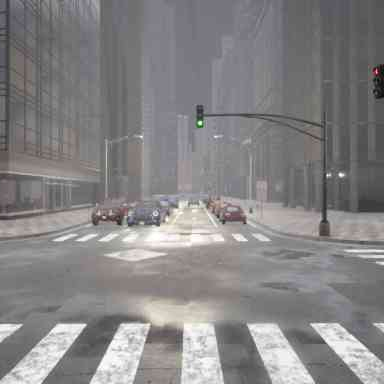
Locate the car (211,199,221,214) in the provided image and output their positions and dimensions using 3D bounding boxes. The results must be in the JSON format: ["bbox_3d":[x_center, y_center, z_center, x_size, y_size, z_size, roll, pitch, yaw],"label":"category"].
[{"bbox_3d":[2.912,1.592,29.526,1.802,1.307,4.206,0,0,0],"label":"car"}]

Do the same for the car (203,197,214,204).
[{"bbox_3d":[3.081,1.598,63.236,1.947,1.339,4.313,0,0,0],"label":"car"}]

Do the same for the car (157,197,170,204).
[{"bbox_3d":[-5.444,1.583,63.262,2.008,1.369,4.403,0,0,0],"label":"car"}]

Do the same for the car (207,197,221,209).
[{"bbox_3d":[2.940,1.558,35.144,1.887,1.381,4.507,0,0,0],"label":"car"}]

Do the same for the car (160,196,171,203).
[{"bbox_3d":[-5.415,1.602,68.880,1.947,1.339,4.313,0,0,0],"label":"car"}]

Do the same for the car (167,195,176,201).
[{"bbox_3d":[-5.330,1.492,85.737,1.967,1.590,4.097,0,0,0],"label":"car"}]

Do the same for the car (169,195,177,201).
[{"bbox_3d":[-5.302,1.602,91.355,1.887,1.381,4.507,0,0,0],"label":"car"}]

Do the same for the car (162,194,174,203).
[{"bbox_3d":[-5.387,1.356,74.500,2.192,1.841,5.009,0,0,0],"label":"car"}]

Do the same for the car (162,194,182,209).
[{"bbox_3d":[-2.856,1.497,45.914,1.882,1.535,5.008,0,0,1],"label":"car"}]

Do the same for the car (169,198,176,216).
[{"bbox_3d":[-2.934,1.559,32.407,2.033,1.411,5.357,0,0,0],"label":"car"}]

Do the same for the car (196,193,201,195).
[{"bbox_3d":[0.325,1.538,64.570,1.837,1.490,4.892,0,0,0],"label":"car"}]

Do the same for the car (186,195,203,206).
[{"bbox_3d":[0.273,1.573,54.156,2.033,1.411,5.357,0,0,0],"label":"car"}]

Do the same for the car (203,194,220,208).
[{"bbox_3d":[2.997,1.335,46.381,2.192,1.841,5.009,0,0,0],"label":"car"}]

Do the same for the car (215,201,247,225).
[{"bbox_3d":[2.883,1.589,23.908,1.802,1.307,4.206,0,0,0],"label":"car"}]

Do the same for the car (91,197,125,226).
[{"bbox_3d":[-5.641,1.322,23.931,2.192,1.841,5.009,0,0,0],"label":"car"}]

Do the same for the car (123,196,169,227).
[{"bbox_3d":[-3.038,1.359,22.868,2.097,1.767,4.553,0,0,2],"label":"car"}]

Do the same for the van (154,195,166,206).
[{"bbox_3d":[-5.472,1.369,57.643,1.690,1.788,3.998,0,0,0],"label":"van"}]

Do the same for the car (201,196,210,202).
[{"bbox_3d":[3.166,1.613,80.090,1.947,1.339,4.313,0,0,0],"label":"car"}]
